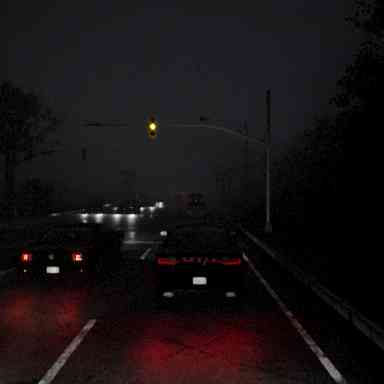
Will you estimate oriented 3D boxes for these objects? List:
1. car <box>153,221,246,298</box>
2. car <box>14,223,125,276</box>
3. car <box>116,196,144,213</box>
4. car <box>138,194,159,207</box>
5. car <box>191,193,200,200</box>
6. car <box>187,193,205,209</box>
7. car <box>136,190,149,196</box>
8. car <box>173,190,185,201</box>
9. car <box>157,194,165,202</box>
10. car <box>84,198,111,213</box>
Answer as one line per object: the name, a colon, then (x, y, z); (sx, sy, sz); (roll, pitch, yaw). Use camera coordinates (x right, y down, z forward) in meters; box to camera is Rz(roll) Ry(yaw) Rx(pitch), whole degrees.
car: (0.157, 1.473, 8.563); (1.882, 1.535, 5.008); (0, 0, 0)
car: (-3.368, 1.596, 10.241); (1.895, 1.301, 4.718); (0, 0, -1)
car: (-6.742, 1.483, 35.845); (1.837, 1.490, 4.892); (0, 1, 1)
car: (-6.559, 1.499, 50.403); (1.812, 1.442, 4.674); (0, 0, 1)
car: (0.777, 0.939, 69.738); (1.895, 1.301, 4.718); (0, 3, 1)
car: (0.568, 1.198, 45.425); (2.150, 2.045, 5.566); (0, 0, 1)
car: (-9.803, 0.752, 66.163); (2.150, 2.045, 5.566); (0, 3, 1)
car: (-2.779, 1.035, 66.912); (2.033, 1.411, 5.357); (0, 3, 1)
car: (-6.349, 1.090, 64.728); (2.128, 1.511, 4.902); (0, 3, 1)
car: (-10.235, 1.484, 36.413); (1.837, 1.490, 4.892); (0, 1, 1)
